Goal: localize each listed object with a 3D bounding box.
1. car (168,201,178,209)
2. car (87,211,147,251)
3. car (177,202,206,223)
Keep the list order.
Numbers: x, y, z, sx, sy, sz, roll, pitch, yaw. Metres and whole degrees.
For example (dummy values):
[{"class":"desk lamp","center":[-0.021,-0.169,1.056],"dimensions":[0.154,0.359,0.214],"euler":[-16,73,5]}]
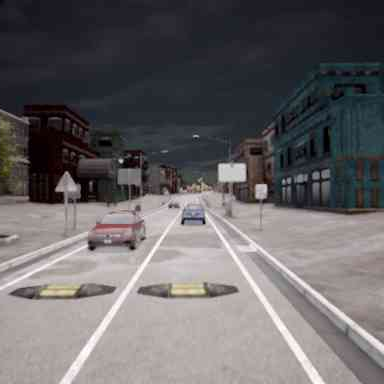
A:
[{"class":"car","center":[-3.024,2.201,56.502],"dimensions":[2.033,1.411,5.357],"euler":[0,-1,1]},{"class":"car","center":[-3.094,1.569,14.560],"dimensions":[1.812,1.442,4.674],"euler":[0,0,0]},{"class":"car","center":[0.114,1.654,26.163],"dimensions":[2.033,1.411,5.357],"euler":[0,-1,0]}]
